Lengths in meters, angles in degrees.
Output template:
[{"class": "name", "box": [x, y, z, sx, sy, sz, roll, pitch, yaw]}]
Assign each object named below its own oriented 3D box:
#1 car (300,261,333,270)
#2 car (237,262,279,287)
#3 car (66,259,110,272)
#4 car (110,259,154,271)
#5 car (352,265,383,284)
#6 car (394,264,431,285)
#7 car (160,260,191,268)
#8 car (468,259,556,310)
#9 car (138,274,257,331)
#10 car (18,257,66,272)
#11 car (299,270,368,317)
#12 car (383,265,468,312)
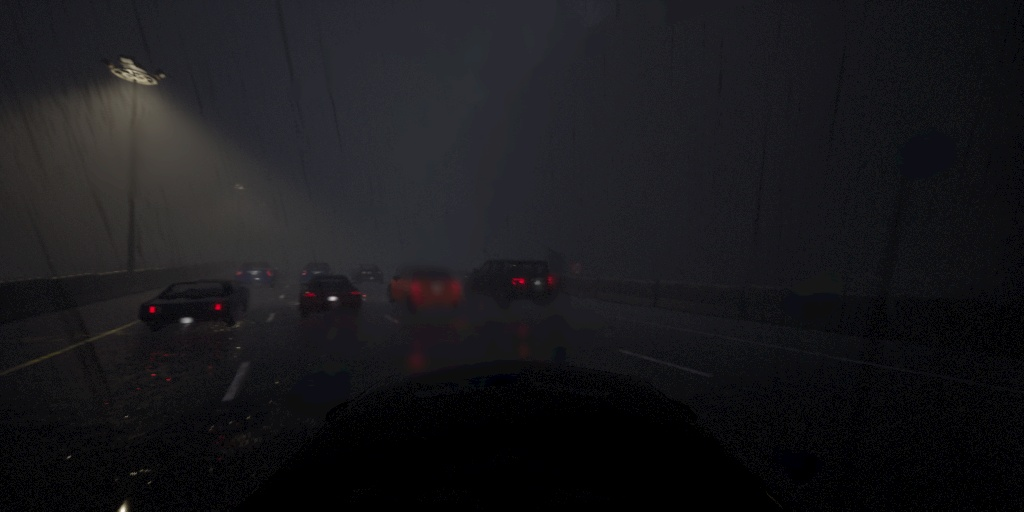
[{"class": "car", "box": [-14.432, 1.229, 26.515, 2.097, 1.767, 4.553, 1, 0, -30]}, {"class": "car", "box": [-17.454, 1.187, 24.753, 2.097, 1.767, 4.553, 1, 0, -30]}, {"class": "car", "box": [-46.646, 1.009, 39.859, 1.994, 1.385, 4.181, 1, 0, -30]}, {"class": "car", "box": [-43.575, 1.036, 41.536, 2.033, 1.411, 5.357, 1, 0, -30]}, {"class": "car", "box": [-11.445, 1.412, 28.338, 2.128, 1.511, 4.902, 1, 0, -30]}, {"class": "car", "box": [-8.441, 1.469, 30.136, 1.837, 1.490, 4.892, 1, 0, -30]}, {"class": "car", "box": [-40.519, 1.133, 43.229, 1.895, 1.301, 4.718, 1, 0, -30]}, {"class": "car", "box": [-0.301, 1.160, 16.180, 2.150, 2.045, 5.566, 1, 0, -30]}, {"class": "car", "box": [-9.645, 1.412, 11.359, 1.895, 1.301, 4.718, 1, -1, -30]}, {"class": "car", "box": [-49.577, 0.896, 37.950, 2.128, 1.511, 4.902, 1, 0, -30]}, {"class": "car", "box": [-7.067, 1.422, 13.903, 1.994, 1.385, 4.181, 1, 0, -30]}, {"class": "car", "box": [-3.860, 1.250, 15.348, 2.097, 1.767, 4.553, 1, -1, -30]}]
